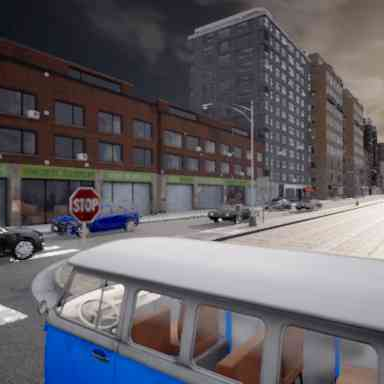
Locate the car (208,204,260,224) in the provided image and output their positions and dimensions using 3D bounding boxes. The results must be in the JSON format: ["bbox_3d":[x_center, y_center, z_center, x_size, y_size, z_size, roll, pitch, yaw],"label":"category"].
[{"bbox_3d":[3.179,1.550,24.097,1.895,1.301,4.718,0,0,36],"label":"car"}]

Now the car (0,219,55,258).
[{"bbox_3d":[-6.948,1.465,9.963,1.837,1.490,4.892,0,0,36],"label":"car"}]

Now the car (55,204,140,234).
[{"bbox_3d":[-5.001,1.445,17.753,1.882,1.535,5.008,0,0,36],"label":"car"}]

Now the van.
[{"bbox_3d":[0.529,1.340,2.440,3.998,1.788,1.690,0,0,36],"label":"van"}]

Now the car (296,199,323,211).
[{"bbox_3d":[13.783,1.476,38.905,2.033,1.411,5.357,0,0,36],"label":"car"}]

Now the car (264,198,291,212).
[{"bbox_3d":[10.076,1.473,38.767,1.812,1.442,4.674,0,0,36],"label":"car"}]
